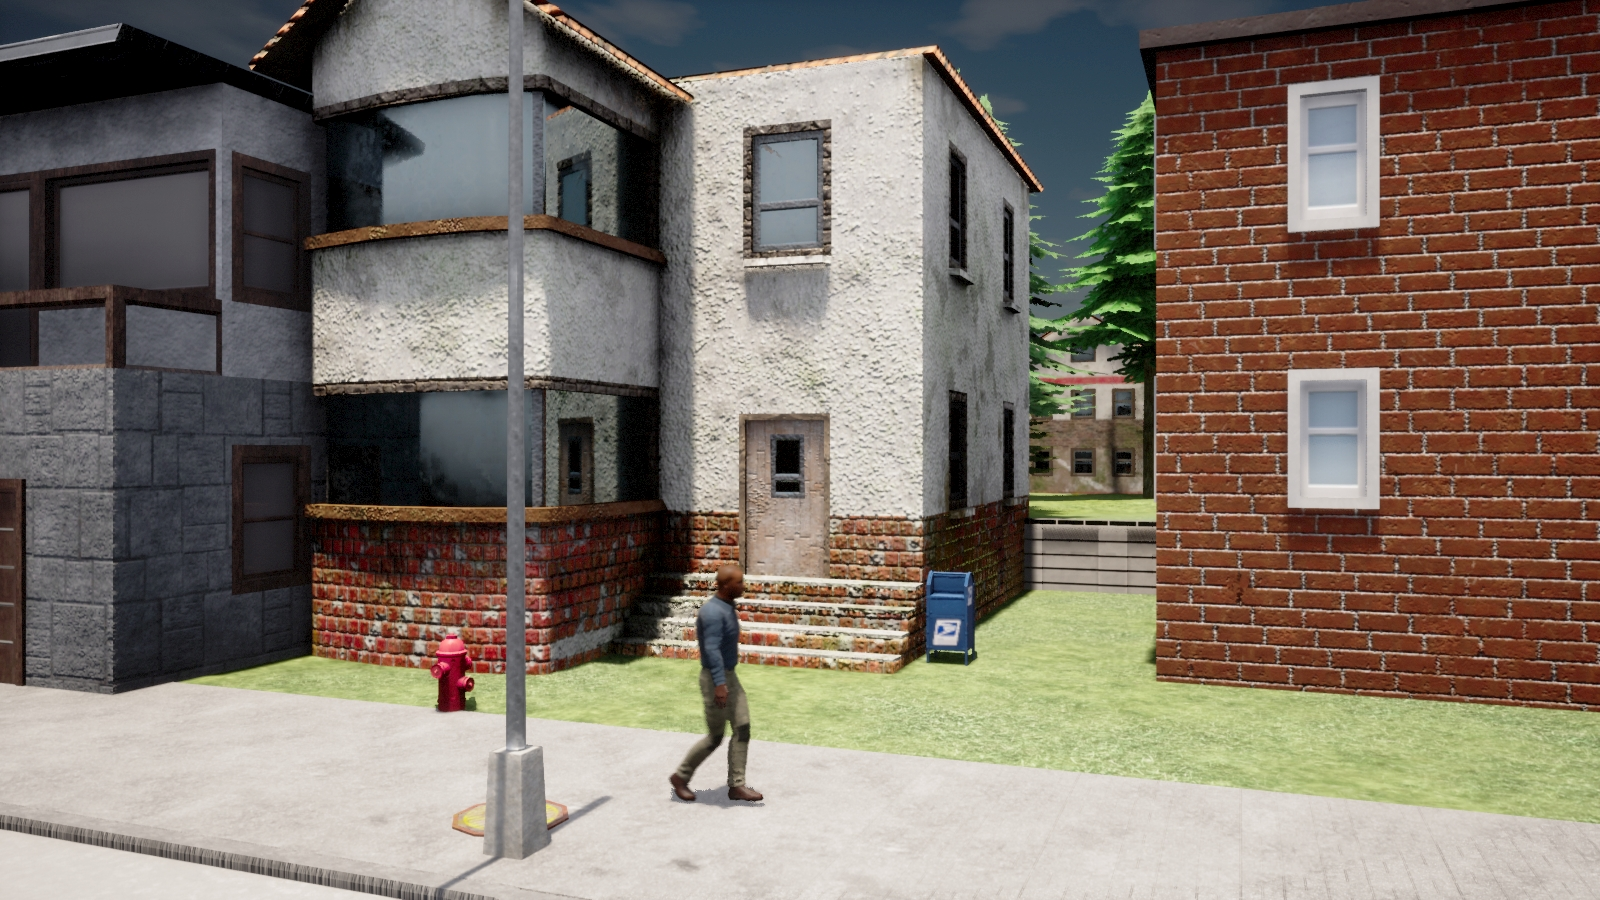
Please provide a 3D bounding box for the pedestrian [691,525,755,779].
[{"bbox_3d":[-0.581,1.516,8.717,0.375,1.860,0.375,0,0,18],"label":"pedestrian"}]
